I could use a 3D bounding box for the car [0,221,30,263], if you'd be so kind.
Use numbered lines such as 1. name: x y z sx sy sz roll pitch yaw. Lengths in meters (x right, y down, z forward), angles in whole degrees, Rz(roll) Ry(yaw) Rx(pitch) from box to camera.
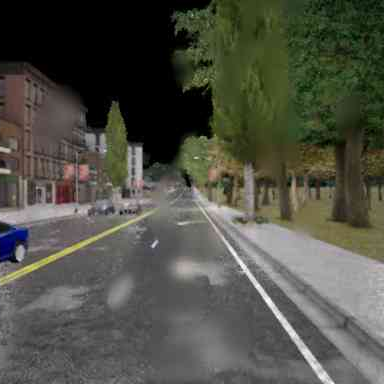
1. car: -6.583 1.545 9.510 1.882 1.535 5.008 0 0 0

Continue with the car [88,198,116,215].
1. car: -9.878 1.608 36.561 2.097 1.767 4.553 0 0 0

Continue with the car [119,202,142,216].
1. car: -6.629 1.817 36.380 1.994 1.385 4.181 0 0 0
